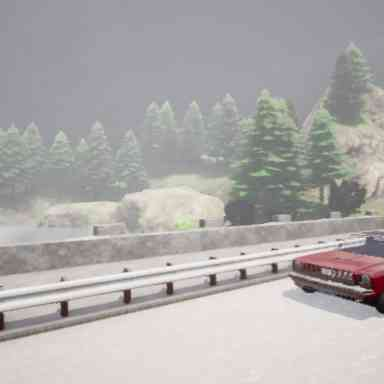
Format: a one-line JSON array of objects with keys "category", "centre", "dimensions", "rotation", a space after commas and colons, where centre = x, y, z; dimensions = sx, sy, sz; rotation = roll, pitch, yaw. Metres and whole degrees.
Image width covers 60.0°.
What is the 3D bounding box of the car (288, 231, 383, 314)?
[{"category": "car", "centre": [4.413, 1.638, 7.741], "dimensions": [4.718, 1.301, 1.895], "rotation": [0, 0, -35]}]
